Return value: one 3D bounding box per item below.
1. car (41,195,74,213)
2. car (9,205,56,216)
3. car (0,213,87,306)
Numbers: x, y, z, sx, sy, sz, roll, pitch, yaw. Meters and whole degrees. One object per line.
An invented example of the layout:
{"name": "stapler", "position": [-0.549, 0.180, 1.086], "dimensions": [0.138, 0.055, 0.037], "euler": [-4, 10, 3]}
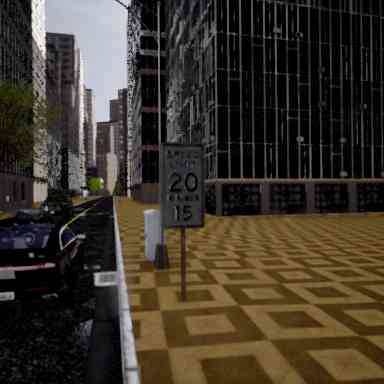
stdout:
{"name": "car", "position": [-11.488, 1.247, 28.524], "dimensions": [2.150, 2.045, 5.566], "euler": [-1, 0, -13]}
{"name": "car", "position": [-9.044, 1.623, 18.225], "dimensions": [1.895, 1.301, 4.718], "euler": [-1, 0, -13]}
{"name": "car", "position": [-3.631, 1.491, 7.794], "dimensions": [2.128, 1.511, 4.902], "euler": [-1, 0, -13]}
